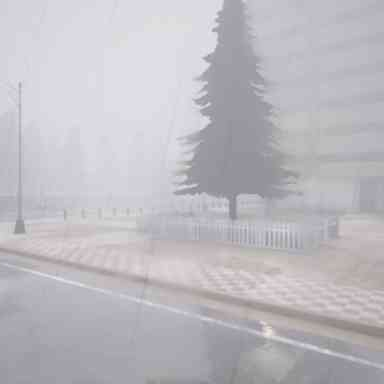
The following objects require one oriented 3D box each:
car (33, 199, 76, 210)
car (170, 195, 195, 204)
[{"bbox_3d":[-16.397,1.461,39.861,1.895,1.301,4.718,0,0,36],"label":"car"},{"bbox_3d":[-1.662,1.083,60.107,2.150,2.045,5.566,0,0,36],"label":"car"}]
